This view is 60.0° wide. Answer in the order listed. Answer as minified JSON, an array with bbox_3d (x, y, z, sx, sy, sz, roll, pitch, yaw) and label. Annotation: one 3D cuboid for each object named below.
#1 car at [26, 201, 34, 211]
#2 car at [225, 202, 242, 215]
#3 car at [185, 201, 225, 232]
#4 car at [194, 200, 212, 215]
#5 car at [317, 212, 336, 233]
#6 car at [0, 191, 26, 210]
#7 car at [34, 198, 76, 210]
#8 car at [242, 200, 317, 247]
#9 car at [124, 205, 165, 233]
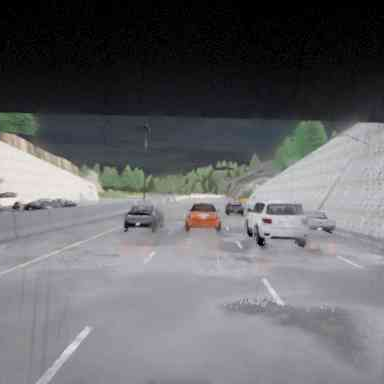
[{"bbox_3d":[-16.397,1.355,36.773,2.033,1.411,5.357,1,0,2],"label":"car"},{"bbox_3d":[4.795,1.839,38.150,2.128,1.511,4.902,1,0,2],"label":"car"},{"bbox_3d":[0.728,1.496,21.347,2.097,1.767,4.553,1,0,2],"label":"car"},{"bbox_3d":[1.314,1.741,38.732,1.882,1.535,5.008,1,0,2],"label":"car"},{"bbox_3d":[7.749,1.927,22.160,1.895,1.301,4.718,1,0,2],"label":"car"},{"bbox_3d":[-19.995,0.926,34.357,2.150,2.045,5.566,1,-1,2],"label":"car"},{"bbox_3d":[-13.058,1.360,32.846,2.128,1.511,4.902,1,0,2],"label":"car"},{"bbox_3d":[4.065,1.424,16.573,2.150,2.045,5.566,1,0,2],"label":"car"},{"bbox_3d":[-2.816,1.542,20.281,2.128,1.511,4.902,1,0,2],"label":"car"}]
